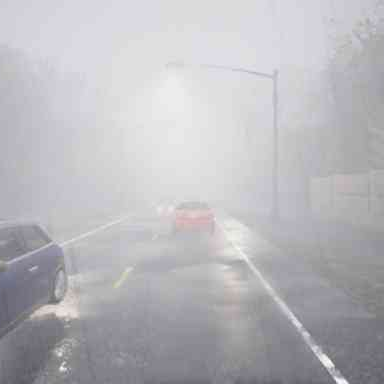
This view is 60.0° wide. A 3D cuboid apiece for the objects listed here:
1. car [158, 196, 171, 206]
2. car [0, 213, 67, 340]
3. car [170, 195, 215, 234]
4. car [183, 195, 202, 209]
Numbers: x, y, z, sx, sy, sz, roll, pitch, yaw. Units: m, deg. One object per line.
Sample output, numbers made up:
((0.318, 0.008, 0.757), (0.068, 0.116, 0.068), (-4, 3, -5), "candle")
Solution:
((-3.585, 1.184, 46.190), (1.895, 1.301, 4.718), (0, 1, 0), "car")
((-3.585, 1.292, 4.903), (2.097, 1.767, 4.553), (1, 0, 0), "car")
((0.092, 1.200, 18.297), (2.097, 1.767, 4.553), (0, 1, 0), "car")
((0.098, 1.134, 40.205), (2.128, 1.511, 4.902), (0, 1, 0), "car")
